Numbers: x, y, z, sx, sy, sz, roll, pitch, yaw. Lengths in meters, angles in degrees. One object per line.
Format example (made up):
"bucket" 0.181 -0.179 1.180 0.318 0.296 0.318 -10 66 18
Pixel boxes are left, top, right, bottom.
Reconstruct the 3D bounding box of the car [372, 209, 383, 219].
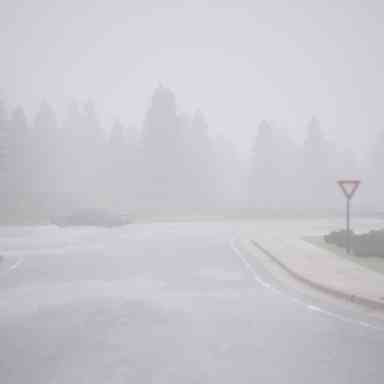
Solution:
"car" 18.906 1.769 29.754 5.357 1.411 2.033 0 0 -16

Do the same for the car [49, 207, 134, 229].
"car" -6.594 1.676 22.050 5.357 1.411 2.033 0 -1 8
